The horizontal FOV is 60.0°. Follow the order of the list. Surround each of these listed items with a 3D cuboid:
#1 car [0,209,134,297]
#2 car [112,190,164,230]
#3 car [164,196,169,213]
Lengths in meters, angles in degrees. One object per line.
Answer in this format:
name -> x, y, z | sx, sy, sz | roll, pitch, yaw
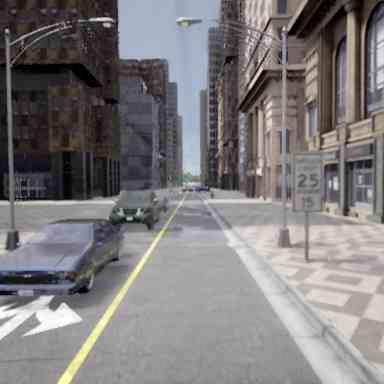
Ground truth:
car -> -3.090, 1.435, 8.818 | 2.033, 1.411, 5.357 | 0, 1, 0
car -> -3.074, 0.899, 19.028 | 2.150, 2.045, 5.566 | 0, 1, 0
car -> -3.042, 0.989, 29.364 | 1.812, 1.442, 4.674 | 0, 1, 0
